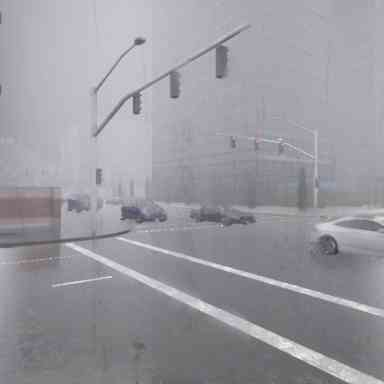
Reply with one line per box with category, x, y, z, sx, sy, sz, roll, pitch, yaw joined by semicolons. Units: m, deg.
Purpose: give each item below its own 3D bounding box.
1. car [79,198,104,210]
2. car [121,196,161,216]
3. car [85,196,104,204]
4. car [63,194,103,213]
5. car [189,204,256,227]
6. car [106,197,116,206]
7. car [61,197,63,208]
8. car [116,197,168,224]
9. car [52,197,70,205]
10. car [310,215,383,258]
car;-13.635;1.525;44.922;1.812;1.442;4.674;0;0;-35
car;-5.142;1.352;33.048;2.097;1.767;4.553;0;0;-36
car;-19.032;1.492;64.819;2.128;1.511;4.902;0;0;-36
car;-12.025;1.220;36.650;2.150;2.045;5.566;0;0;-36
car;1.952;1.547;23.142;2.033;1.411;5.357;0;0;-36
car;-13.067;1.526;56.485;1.812;1.442;4.674;0;0;-36
car;-20.723;1.222;48.848;2.150;2.045;5.566;0;0;-36
car;-3.671;1.352;24.866;2.097;1.767;4.553;0;0;-34
car;-22.870;1.514;57.978;1.895;1.301;4.718;0;0;-36
car;6.247;1.526;11.145;1.812;1.442;4.674;0;0;-36
